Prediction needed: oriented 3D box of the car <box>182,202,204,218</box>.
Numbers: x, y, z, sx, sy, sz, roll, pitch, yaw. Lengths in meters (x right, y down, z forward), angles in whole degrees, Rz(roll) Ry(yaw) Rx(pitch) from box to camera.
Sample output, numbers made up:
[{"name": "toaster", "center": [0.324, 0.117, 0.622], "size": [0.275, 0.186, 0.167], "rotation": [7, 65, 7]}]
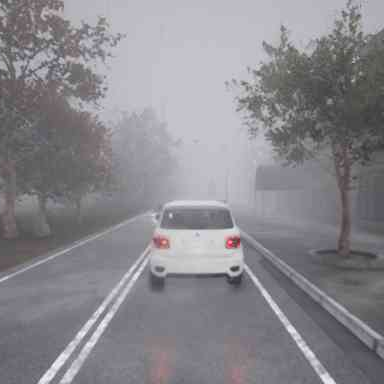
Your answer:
[{"name": "car", "center": [0.086, 1.664, 32.009], "size": [1.895, 1.301, 4.718], "rotation": [0, 0, 0]}]

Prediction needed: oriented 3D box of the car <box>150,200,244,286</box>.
[{"name": "car", "center": [0.079, 1.237, 9.632], "size": [2.150, 2.045, 5.566], "rotation": [0, 0, -1]}]

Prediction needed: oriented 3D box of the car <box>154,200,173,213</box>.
[{"name": "car", "center": [-3.356, 1.680, 39.749], "size": [1.895, 1.301, 4.718], "rotation": [0, 0, 0]}]
